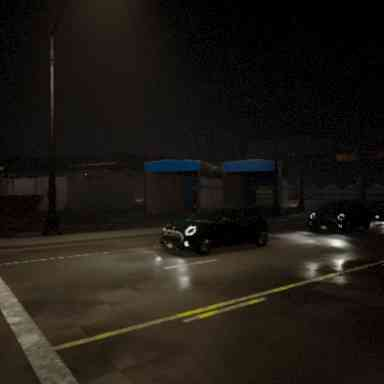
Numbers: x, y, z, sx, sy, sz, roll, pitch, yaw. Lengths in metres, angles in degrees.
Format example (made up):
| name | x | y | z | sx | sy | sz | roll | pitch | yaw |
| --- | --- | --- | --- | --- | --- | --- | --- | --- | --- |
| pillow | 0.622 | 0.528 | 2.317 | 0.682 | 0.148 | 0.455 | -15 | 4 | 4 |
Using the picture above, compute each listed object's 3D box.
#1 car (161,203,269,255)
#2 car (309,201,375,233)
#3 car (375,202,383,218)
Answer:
| name | x | y | z | sx | sy | sz | roll | pitch | yaw |
| --- | --- | --- | --- | --- | --- | --- | --- | --- | --- |
| car | 0.991 | 1.354 | 13.424 | 4.553 | 1.767 | 2.097 | 0 | 0 | -37 |
| car | 8.699 | 1.328 | 19.503 | 4.553 | 1.767 | 2.097 | 0 | 0 | -44 |
| car | 15.373 | 1.500 | 27.344 | 2.033 | 1.411 | 5.357 | 0 | 0 | 32 |
